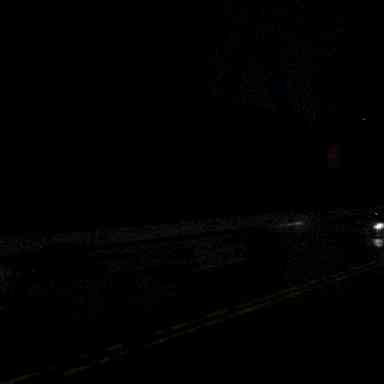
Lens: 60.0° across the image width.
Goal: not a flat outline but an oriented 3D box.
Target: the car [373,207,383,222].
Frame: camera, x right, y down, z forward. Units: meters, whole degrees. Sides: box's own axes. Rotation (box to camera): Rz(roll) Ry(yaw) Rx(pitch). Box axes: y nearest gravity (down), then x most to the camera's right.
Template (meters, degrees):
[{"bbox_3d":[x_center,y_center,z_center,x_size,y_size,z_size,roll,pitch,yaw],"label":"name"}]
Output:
[{"bbox_3d":[15.276,1.395,24.345,5.357,1.411,2.033,-1,0,-39],"label":"car"}]
